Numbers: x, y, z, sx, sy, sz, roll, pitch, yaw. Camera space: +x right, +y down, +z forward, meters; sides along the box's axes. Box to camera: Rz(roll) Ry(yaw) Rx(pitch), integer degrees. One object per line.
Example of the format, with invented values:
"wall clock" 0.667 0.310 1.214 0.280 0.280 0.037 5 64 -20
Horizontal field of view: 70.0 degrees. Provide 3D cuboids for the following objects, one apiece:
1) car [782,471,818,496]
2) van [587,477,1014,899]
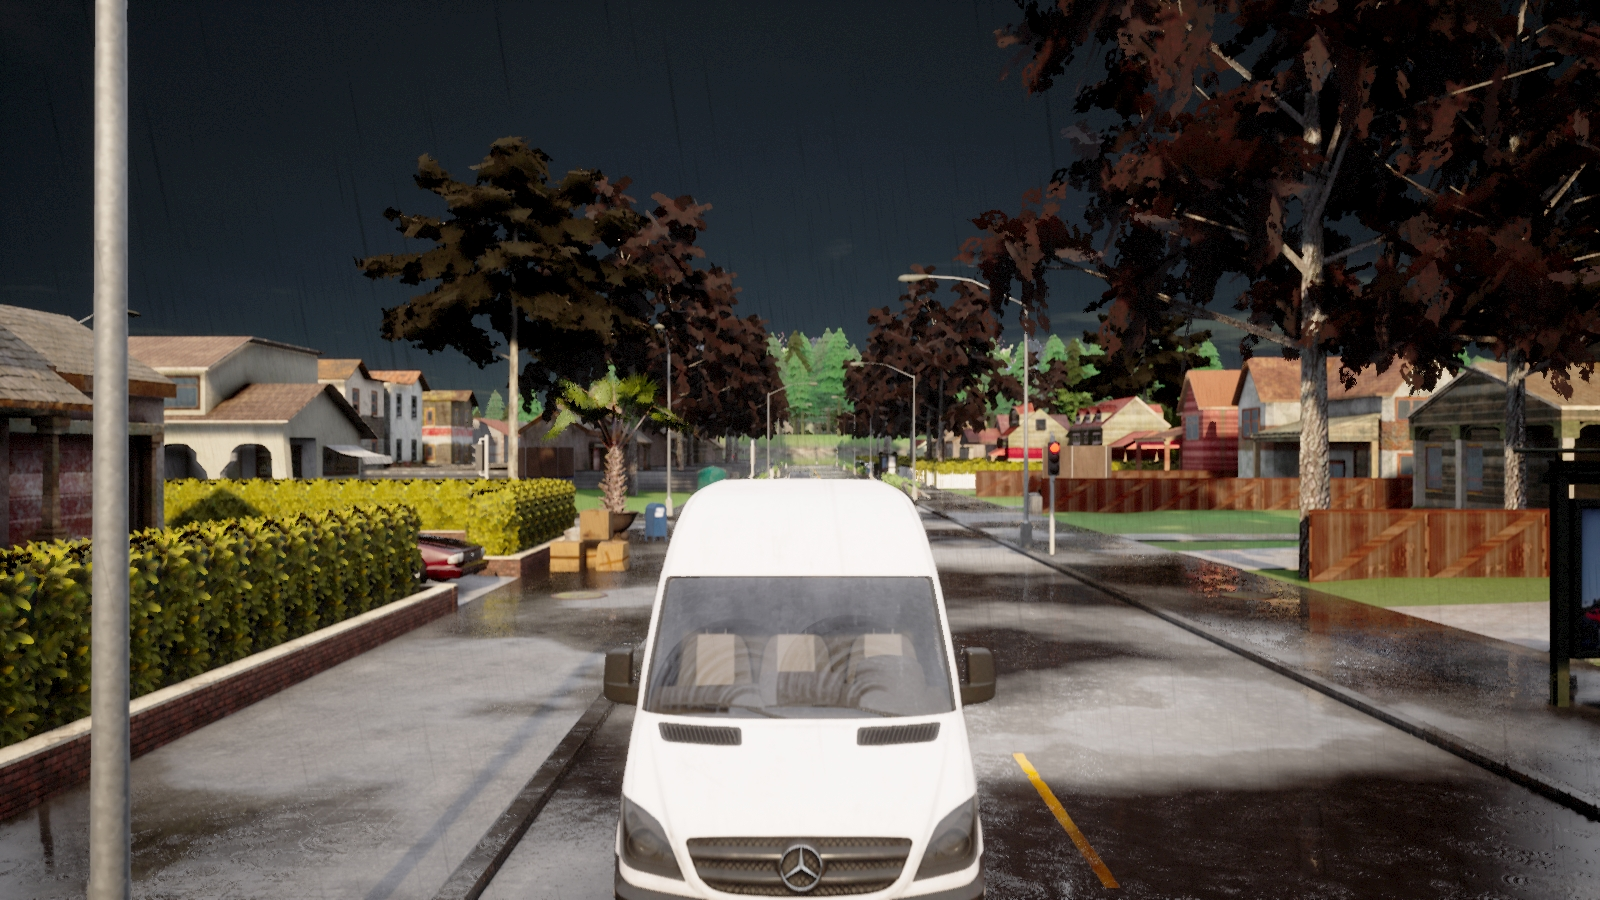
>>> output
"car" -0.006 2.132 73.936 2.231 1.480 4.892 0 0 0
"van" 0.002 1.544 8.271 1.988 2.561 5.915 0 0 0
